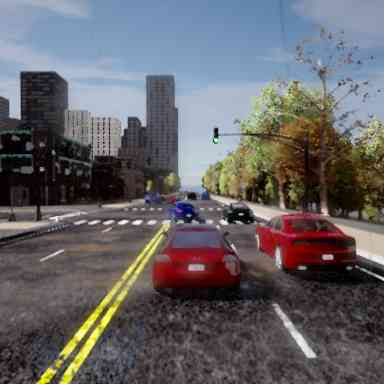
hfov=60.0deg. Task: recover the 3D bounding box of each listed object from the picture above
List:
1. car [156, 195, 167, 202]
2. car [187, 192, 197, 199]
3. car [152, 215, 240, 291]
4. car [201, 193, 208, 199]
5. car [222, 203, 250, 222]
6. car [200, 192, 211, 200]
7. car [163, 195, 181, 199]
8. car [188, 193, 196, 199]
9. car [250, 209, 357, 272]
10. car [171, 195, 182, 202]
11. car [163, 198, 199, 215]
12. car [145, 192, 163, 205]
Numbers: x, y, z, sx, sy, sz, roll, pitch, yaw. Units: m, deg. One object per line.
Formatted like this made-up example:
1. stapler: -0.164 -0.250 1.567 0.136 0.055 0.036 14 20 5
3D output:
1. car: -6.501 1.343 71.620 1.895 1.301 4.718 0 0 0
2. car: -0.003 0.939 78.509 2.150 2.045 5.566 0 0 0
3. car: 0.100 1.534 8.939 1.994 1.385 4.181 0 0 0
4. car: 3.248 1.040 88.898 1.812 1.442 4.674 0 0 0
5. car: 3.350 1.480 24.736 1.994 1.385 4.181 0 0 0
6. car: 3.248 0.939 78.509 2.150 2.045 5.566 0 0 0
7. car: -3.313 1.283 55.637 1.882 1.535 5.008 0 0 0
8. car: -0.002 1.069 88.898 1.994 1.385 4.181 0 0 0
9. car: 3.347 1.441 10.667 1.882 1.535 5.008 0 0 0
10. car: -3.250 1.289 71.190 2.033 1.411 5.357 0 0 0
11. car: -0.761 1.440 25.124 1.812 1.442 4.674 0 0 -14
12. car: -6.561 1.028 56.021 2.150 2.045 5.566 0 0 0
